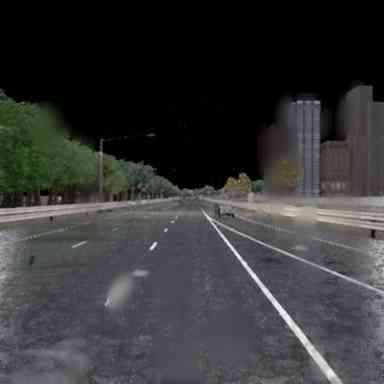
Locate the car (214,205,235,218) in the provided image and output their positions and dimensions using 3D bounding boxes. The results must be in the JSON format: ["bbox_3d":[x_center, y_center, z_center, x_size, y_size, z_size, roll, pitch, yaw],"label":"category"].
[{"bbox_3d":[3.660,2.142,37.786,2.033,1.411,5.357,0,-1,-2],"label":"car"}]
